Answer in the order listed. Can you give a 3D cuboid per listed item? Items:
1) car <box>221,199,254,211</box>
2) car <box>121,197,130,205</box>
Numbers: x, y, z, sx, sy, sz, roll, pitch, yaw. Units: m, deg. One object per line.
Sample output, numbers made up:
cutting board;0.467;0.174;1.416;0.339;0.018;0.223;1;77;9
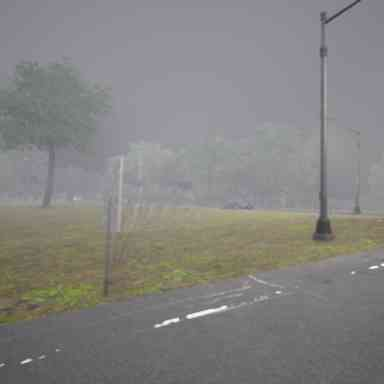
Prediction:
car;5.421;1.516;39.854;1.994;1.385;4.181;4;-3;-35
car;-14.514;1.881;69.765;2.128;1.511;4.902;3;-3;-29
